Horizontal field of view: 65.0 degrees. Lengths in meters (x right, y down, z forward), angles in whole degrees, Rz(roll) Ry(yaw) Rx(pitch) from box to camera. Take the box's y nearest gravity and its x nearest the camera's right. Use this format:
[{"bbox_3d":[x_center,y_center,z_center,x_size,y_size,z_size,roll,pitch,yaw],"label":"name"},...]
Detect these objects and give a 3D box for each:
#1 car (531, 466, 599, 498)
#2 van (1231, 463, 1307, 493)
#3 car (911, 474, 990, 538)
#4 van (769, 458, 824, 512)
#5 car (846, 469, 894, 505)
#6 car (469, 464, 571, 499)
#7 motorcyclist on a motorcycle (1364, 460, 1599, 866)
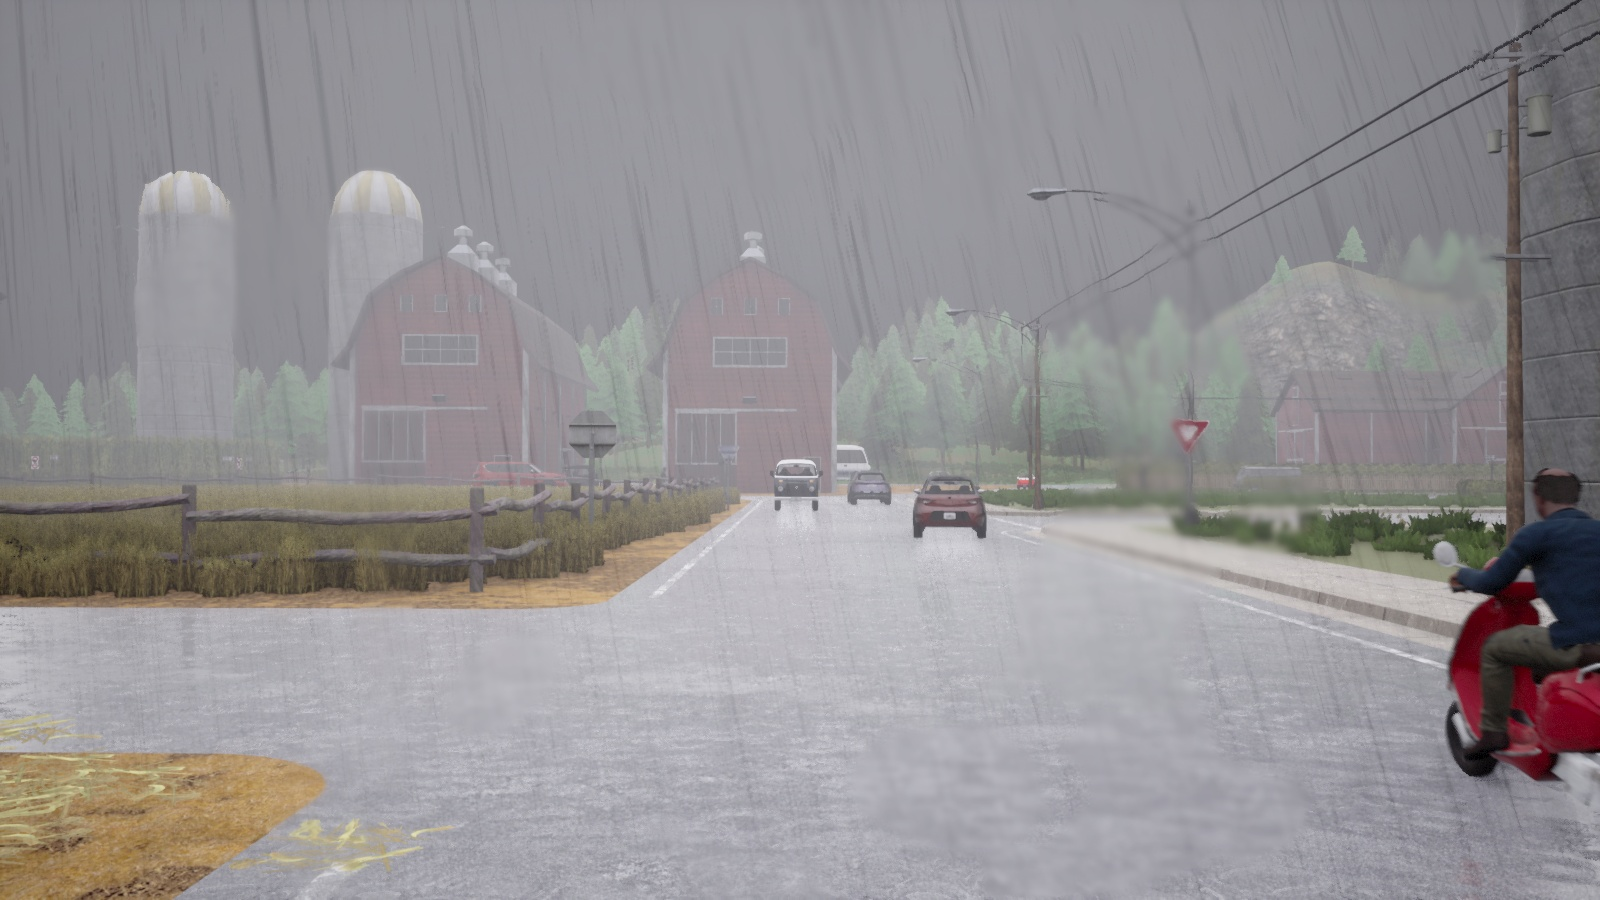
[{"bbox_3d":[-14.425,1.962,77.212,3.866,1.878,1.905,0,-1,-3],"label":"car"},{"bbox_3d":[31.795,1.868,85.223,4.442,1.987,1.775,0,-1,0],"label":"van"},{"bbox_3d":[3.739,1.337,31.280,1.816,1.474,4.193,0,-1,7],"label":"car"},{"bbox_3d":[-0.137,1.383,50.392,2.069,2.038,4.480,0,-1,0],"label":"van"},{"bbox_3d":[3.313,1.744,60.458,2.033,1.649,4.856,0,-1,0],"label":"car"},{"bbox_3d":[-16.379,1.832,73.598,5.566,2.045,2.150,0,-1,-3],"label":"car"},{"bbox_3d":[3.483,0.852,5.850,0.866,1.590,1.817,0,-1,0],"label":"motorcyclist on a motorcycle"}]
